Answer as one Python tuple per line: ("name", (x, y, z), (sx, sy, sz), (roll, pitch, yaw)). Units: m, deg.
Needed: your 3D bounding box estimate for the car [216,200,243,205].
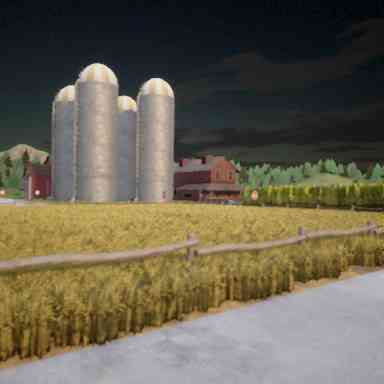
("car", (5.993, 2.043, 53.595), (2.033, 1.411, 5.357), (1, -1, -36))
